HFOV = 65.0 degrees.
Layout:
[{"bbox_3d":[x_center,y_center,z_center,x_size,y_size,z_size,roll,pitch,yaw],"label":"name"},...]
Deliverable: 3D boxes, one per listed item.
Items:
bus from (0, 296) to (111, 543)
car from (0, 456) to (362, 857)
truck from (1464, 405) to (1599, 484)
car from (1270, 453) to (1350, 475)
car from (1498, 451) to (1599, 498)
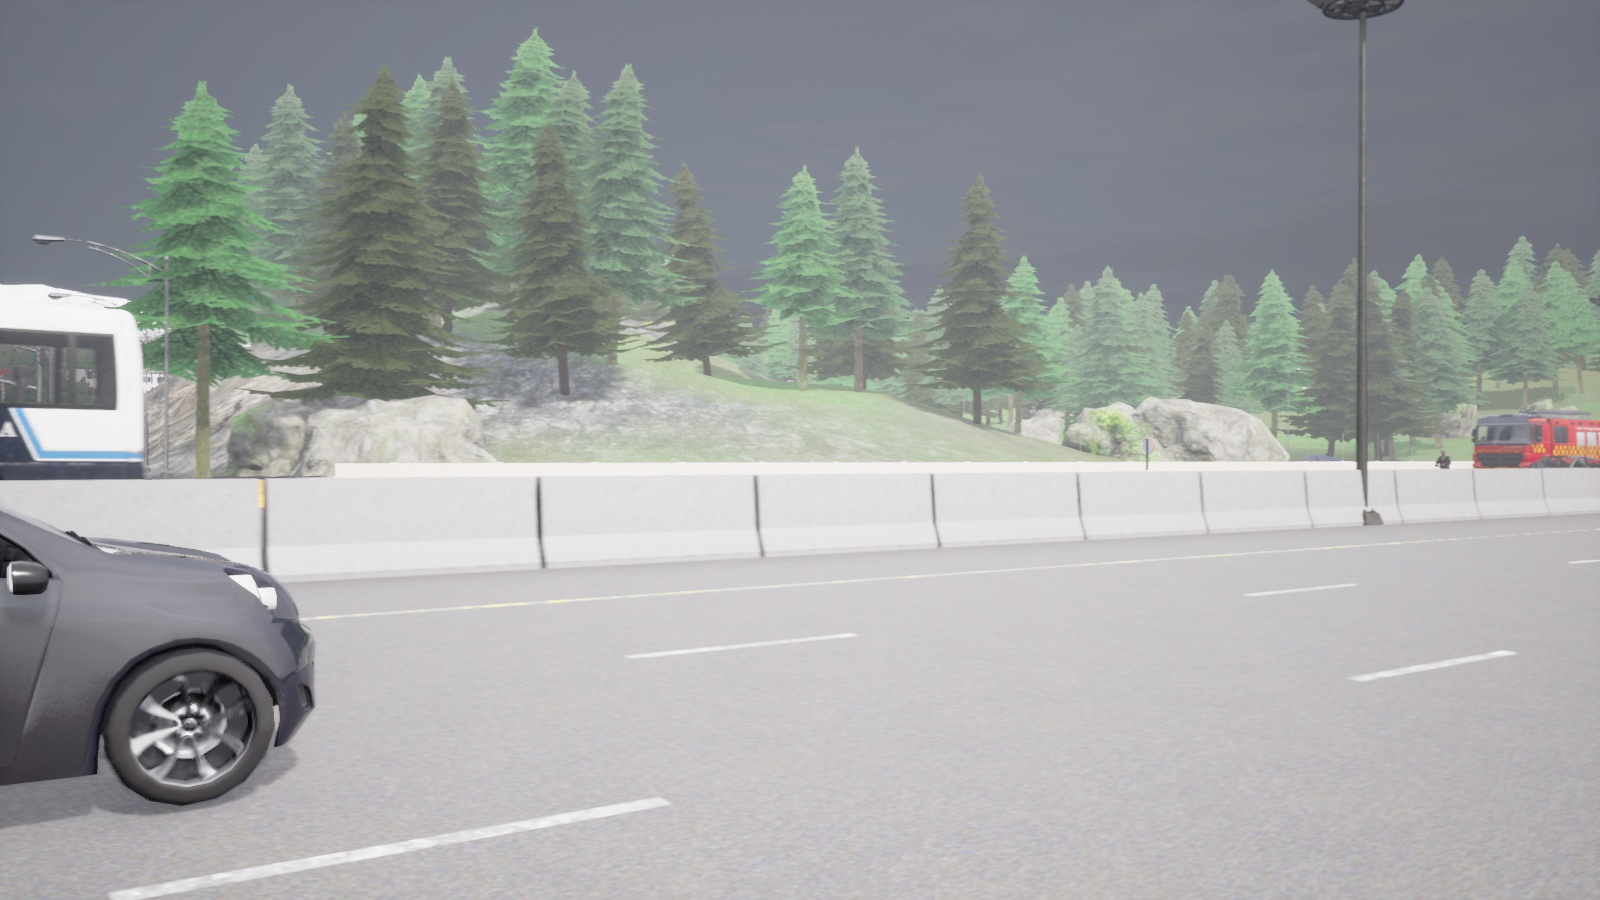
[{"bbox_3d":[-17.709,-0.546,21.189,10.273,4.253,3.944,1,0,-35],"label":"bus"},{"bbox_3d":[-3.925,0.780,5.191,3.633,1.501,1.845,0,0,-35],"label":"car"},{"bbox_3d":[37.414,-0.251,63.818,8.468,3.827,2.891,0,0,-35],"label":"truck"},{"bbox_3d":[35.708,0.971,88.032,5.008,1.535,1.882,0,0,16],"label":"car"},{"bbox_3d":[26.186,0.805,43.205,4.514,1.525,2.007,0,0,-35],"label":"car"}]
